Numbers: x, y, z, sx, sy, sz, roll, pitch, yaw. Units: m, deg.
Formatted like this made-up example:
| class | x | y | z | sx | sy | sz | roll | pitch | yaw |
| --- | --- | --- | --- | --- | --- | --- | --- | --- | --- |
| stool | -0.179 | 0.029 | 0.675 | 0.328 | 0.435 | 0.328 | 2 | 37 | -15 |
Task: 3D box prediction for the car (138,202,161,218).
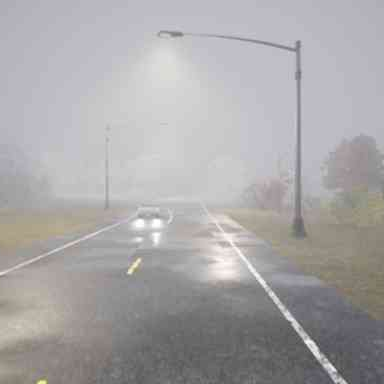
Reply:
| class | x | y | z | sx | sy | sz | roll | pitch | yaw |
| --- | --- | --- | --- | --- | --- | --- | --- | --- | --- |
| car | -3.810 | 1.616 | 30.235 | 1.895 | 1.301 | 4.718 | 0 | 0 | -3 |
